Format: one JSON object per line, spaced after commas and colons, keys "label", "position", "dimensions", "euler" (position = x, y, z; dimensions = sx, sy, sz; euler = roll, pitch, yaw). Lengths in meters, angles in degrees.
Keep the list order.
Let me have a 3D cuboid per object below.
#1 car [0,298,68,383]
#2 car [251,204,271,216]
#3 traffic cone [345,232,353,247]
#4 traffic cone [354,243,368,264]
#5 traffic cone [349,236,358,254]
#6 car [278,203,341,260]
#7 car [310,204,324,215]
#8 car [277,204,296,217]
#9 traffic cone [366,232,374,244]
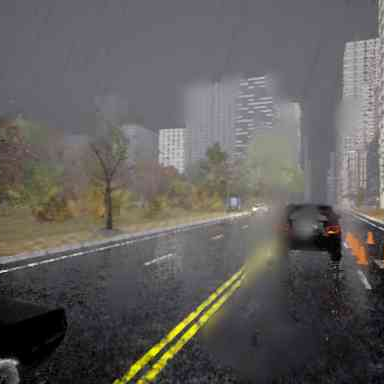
{"label": "car", "position": [-3.221, 1.595, 2.322], "dimensions": [1.895, 1.301, 4.718], "euler": [0, -1, 21]}
{"label": "car", "position": [8.826, 2.285, 42.643], "dimensions": [1.812, 1.442, 4.674], "euler": [0, -1, 21]}
{"label": "traffic cone", "position": [7.395, 2.262, 15.379], "dimensions": [0.340, 0.580, 0.340], "euler": [0, -1, 21]}
{"label": "traffic cone", "position": [5.959, 2.190, 11.647], "dimensions": [0.340, 0.580, 0.340], "euler": [0, -1, 21]}
{"label": "traffic cone", "position": [6.677, 2.225, 13.513], "dimensions": [0.340, 0.580, 0.340], "euler": [0, -1, 21]}
{"label": "car", "position": [4.919, 1.475, 13.858], "dimensions": [2.150, 2.045, 5.566], "euler": [0, -1, 21]}
{"label": "car", "position": [18.072, 2.501, 48.028], "dimensions": [1.812, 1.442, 4.674], "euler": [0, -1, 21]}
{"label": "car", "position": [11.860, 2.306, 41.479], "dimensions": [1.812, 1.442, 4.674], "euler": [0, -1, 21]}
{"label": "traffic cone", "position": [9.047, 2.307, 16.887], "dimensions": [0.340, 0.580, 0.340], "euler": [0, -1, 21]}
